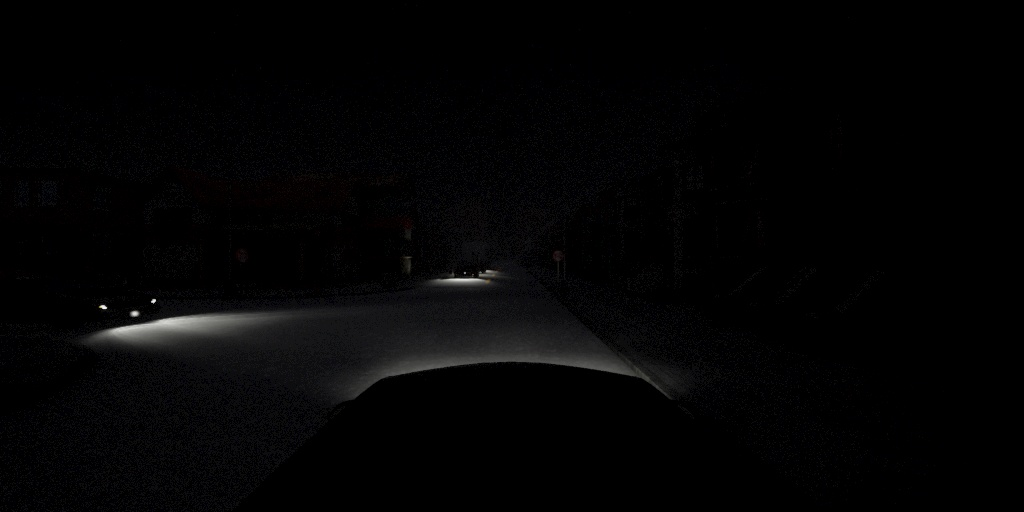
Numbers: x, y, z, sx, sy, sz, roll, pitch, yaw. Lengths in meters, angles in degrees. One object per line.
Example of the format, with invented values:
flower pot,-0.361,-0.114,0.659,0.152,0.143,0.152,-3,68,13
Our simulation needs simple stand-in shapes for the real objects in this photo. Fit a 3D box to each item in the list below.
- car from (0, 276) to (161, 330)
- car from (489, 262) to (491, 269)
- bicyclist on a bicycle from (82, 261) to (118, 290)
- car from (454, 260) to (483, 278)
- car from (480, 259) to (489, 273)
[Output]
car,-13.675,1.298,10.445,5.357,1.411,2.033,0,0,-1
car,-4.137,1.241,52.755,2.128,1.511,4.902,0,0,0
bicyclist on a bicycle,-21.604,1.099,18.823,0.582,1.620,1.656,0,0,0
car,-4.148,1.314,33.556,1.994,1.385,4.181,0,0,0
car,-4.152,1.228,42.442,1.882,1.535,5.008,0,0,0
